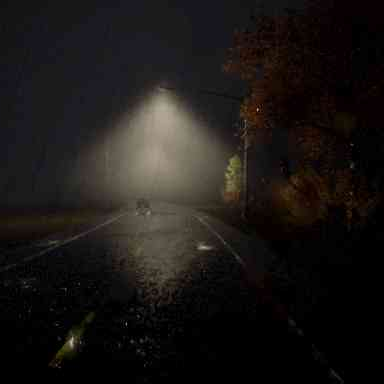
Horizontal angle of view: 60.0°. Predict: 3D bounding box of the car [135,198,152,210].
[{"bbox_3d":[-6.402,1.545,43.852,1.837,1.490,4.892,0,0,-7],"label":"car"}]
